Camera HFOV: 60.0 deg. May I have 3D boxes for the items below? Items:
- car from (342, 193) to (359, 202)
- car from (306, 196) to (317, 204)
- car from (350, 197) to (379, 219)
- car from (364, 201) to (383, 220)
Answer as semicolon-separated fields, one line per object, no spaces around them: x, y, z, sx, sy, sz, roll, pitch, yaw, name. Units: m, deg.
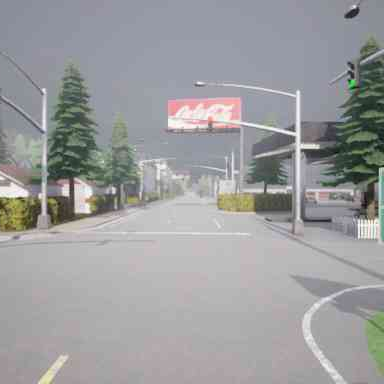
34.953;1.471;71.732;2.007;1.523;4.514;0;0;0;car
22.544;1.536;63.948;1.970;1.475;3.806;0;0;0;car
14.385;1.498;24.887;3.866;1.878;1.905;0;0;0;car
18.715;1.664;30.554;4.611;1.667;2.242;0;0;0;car
